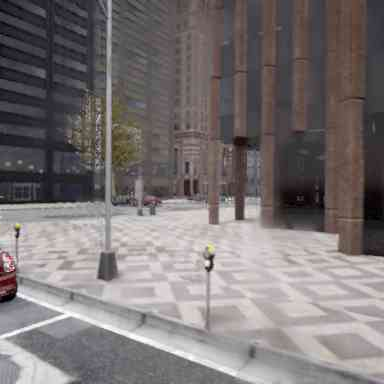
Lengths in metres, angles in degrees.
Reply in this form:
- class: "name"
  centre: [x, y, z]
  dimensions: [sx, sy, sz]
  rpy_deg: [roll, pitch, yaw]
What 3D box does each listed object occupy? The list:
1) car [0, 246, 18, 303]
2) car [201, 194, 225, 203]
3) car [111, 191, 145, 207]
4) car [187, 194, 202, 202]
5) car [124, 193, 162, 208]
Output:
- class: "car"
  centre: [-5.402, 1.389, 6.811]
  dimensions: [4.097, 1.590, 1.967]
  rpy_deg: [0, 1, 36]
- class: "car"
  centre: [3.983, 1.171, 57.132]
  dimensions: [1.994, 1.385, 4.181]
  rpy_deg: [1, 1, 35]
- class: "car"
  centre: [-8.471, 0.916, 45.348]
  dimensions: [2.150, 2.045, 5.566]
  rpy_deg: [1, 0, 36]
- class: "car"
  centre: [1.334, 1.009, 59.013]
  dimensions: [2.033, 1.411, 5.357]
  rpy_deg: [1, 1, 35]
- class: "car"
  centre: [-6.029, 1.208, 43.186]
  dimensions: [1.882, 1.535, 5.008]
  rpy_deg: [1, 1, 36]
